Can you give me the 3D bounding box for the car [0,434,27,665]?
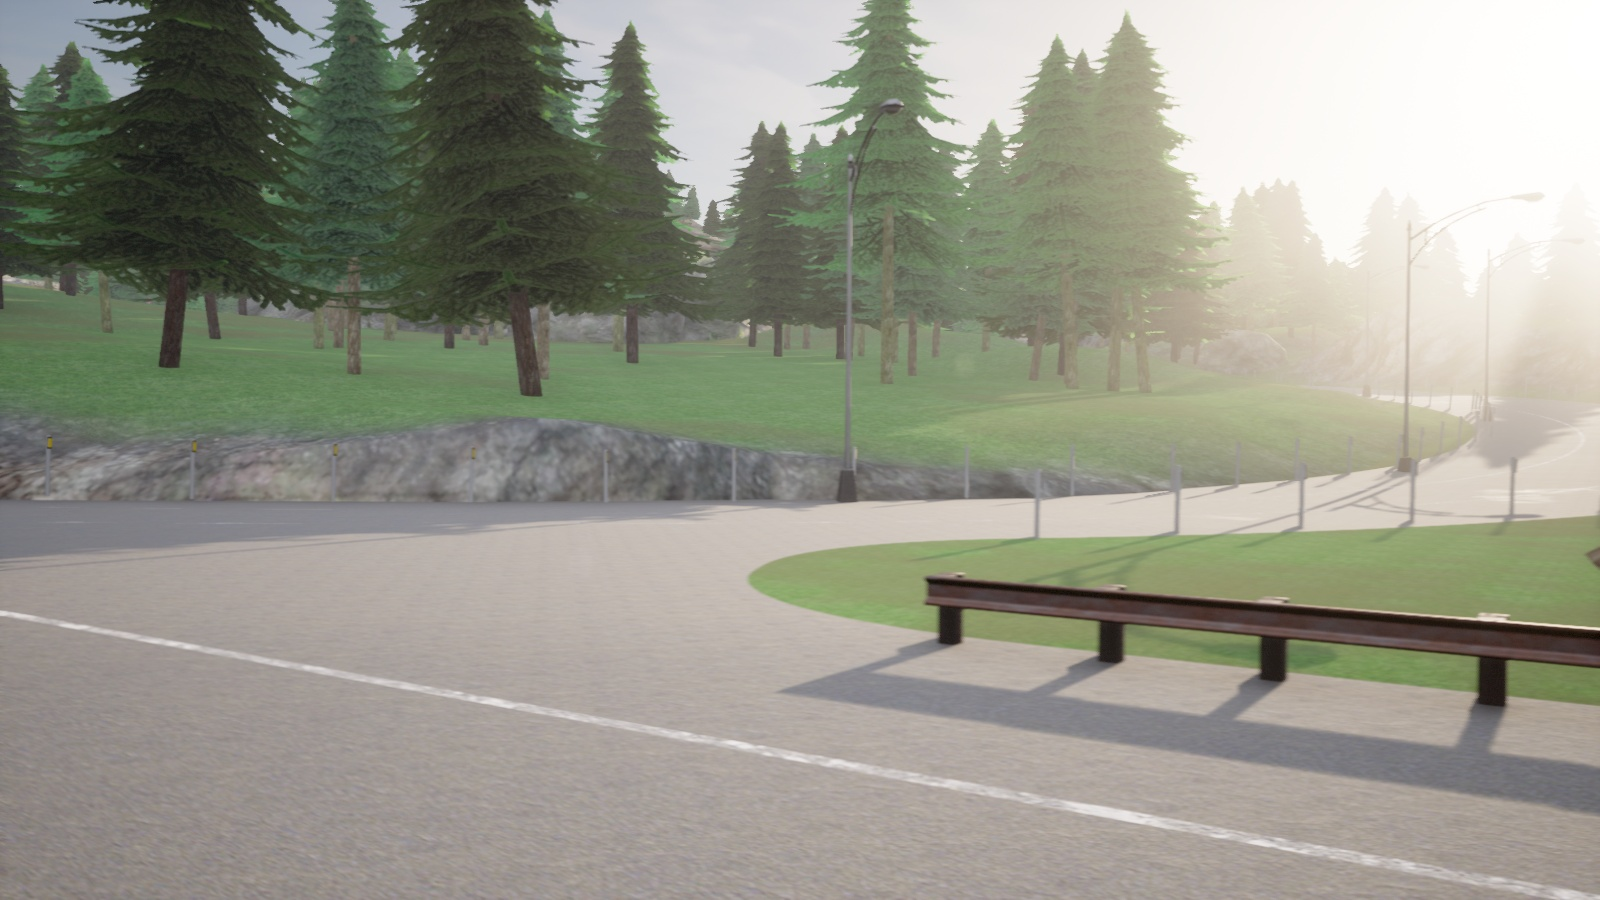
[{"bbox_3d":[-7.159,0.647,8.379,3.806,1.475,1.970,0,1,34],"label":"car"}]
